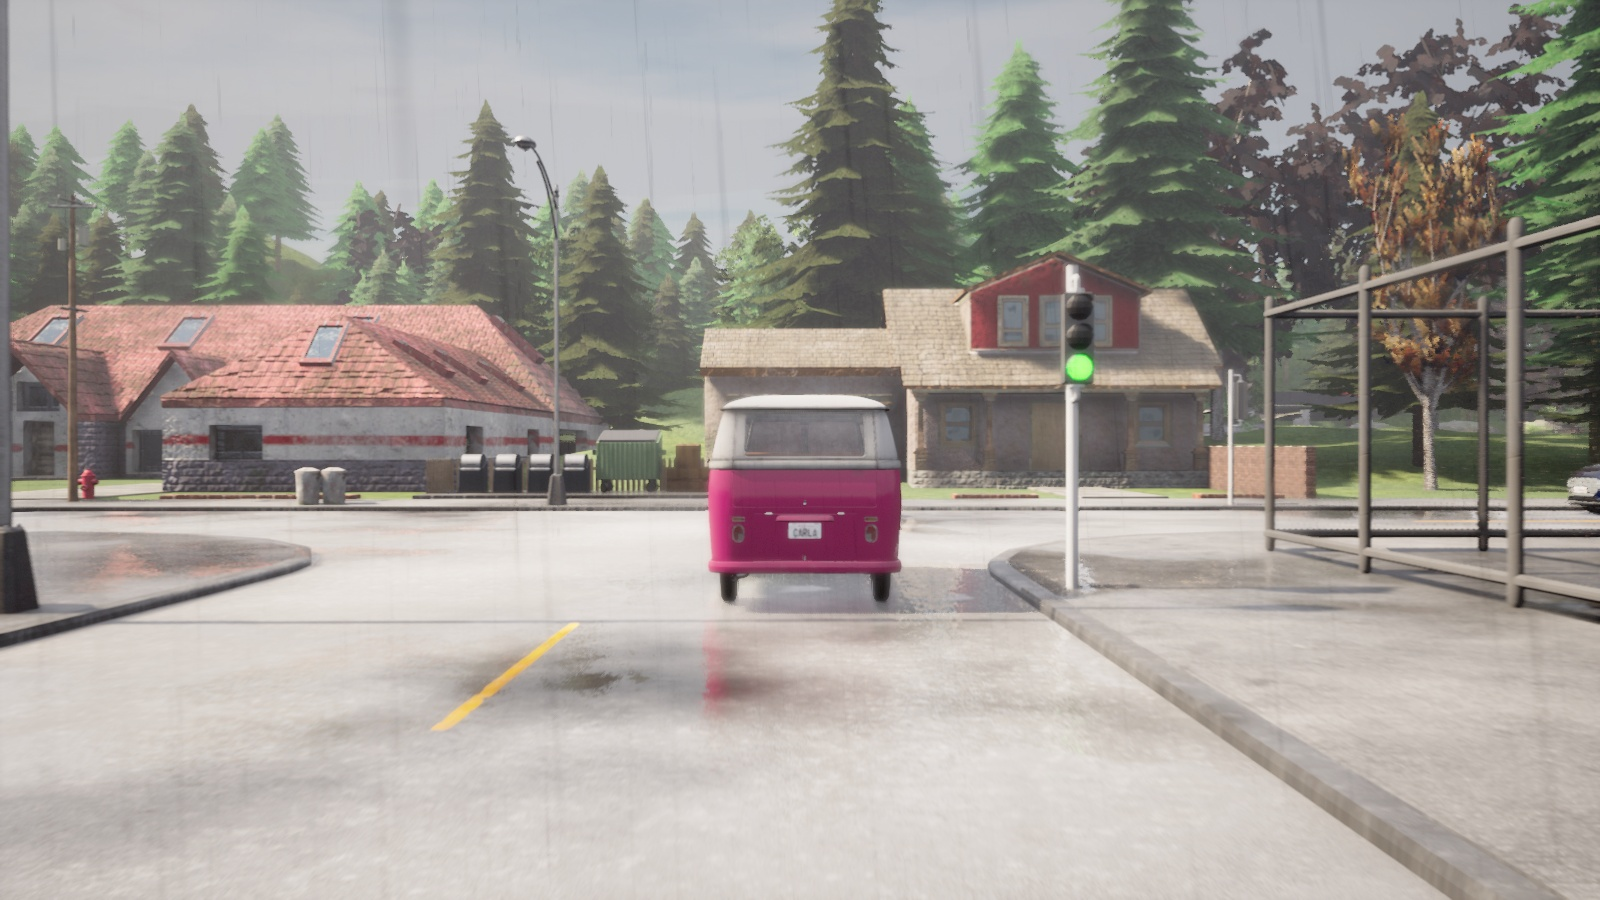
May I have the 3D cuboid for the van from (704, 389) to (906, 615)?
[{"bbox_3d":[0.054,0.446,13.280,1.775,1.987,4.442,0,0,0],"label":"van"}]

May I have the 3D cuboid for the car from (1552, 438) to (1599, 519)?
[{"bbox_3d":[18.752,0.585,26.243,4.856,1.649,2.033,0,0,-1],"label":"car"}]
